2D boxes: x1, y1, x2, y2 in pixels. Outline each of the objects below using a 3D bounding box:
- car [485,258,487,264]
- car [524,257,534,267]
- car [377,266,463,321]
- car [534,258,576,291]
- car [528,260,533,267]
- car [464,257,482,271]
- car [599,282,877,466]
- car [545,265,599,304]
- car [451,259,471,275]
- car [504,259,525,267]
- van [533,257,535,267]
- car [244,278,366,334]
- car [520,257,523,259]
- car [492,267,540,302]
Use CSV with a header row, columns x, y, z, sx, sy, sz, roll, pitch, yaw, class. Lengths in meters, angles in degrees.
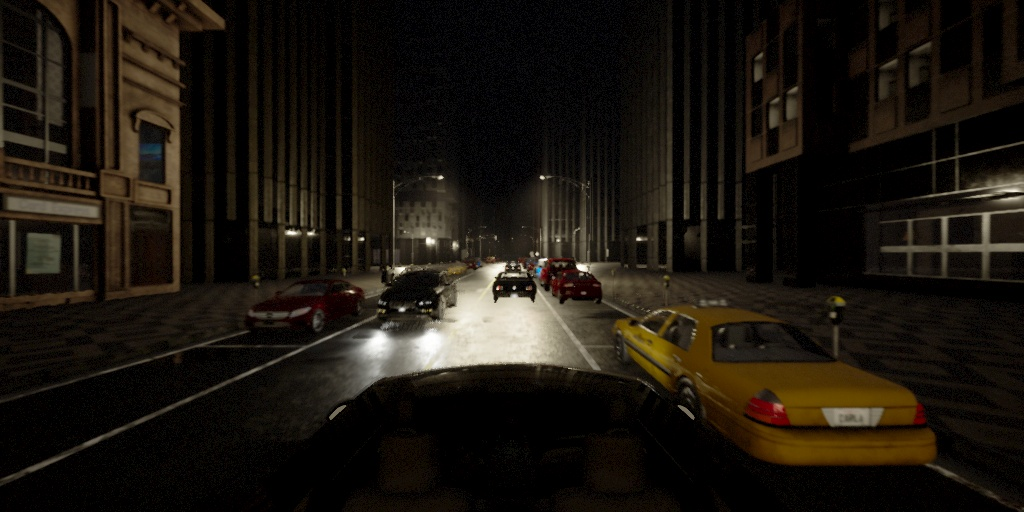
x,y,z,sx,sy,sz,roll,pitch,yaw,class
-5.755,1.295,60.161,1.751,1.417,4.829,0,0,0,car
2.773,1.203,43.743,1.967,1.591,4.097,0,0,0,car
-3.090,1.257,12.507,1.837,1.490,4.892,0,0,0,car
2.775,1.071,21.641,2.192,1.841,5.009,0,0,0,car
2.774,1.310,32.692,2.007,1.370,4.403,0,0,0,car
-5.759,1.079,49.282,2.192,1.841,5.009,0,0,0,car
2.776,1.277,5.235,1.751,1.417,4.829,0,0,0,car
2.776,1.299,16.116,1.888,1.381,4.507,0,0,0,car
-5.762,1.286,38.063,1.751,1.417,4.829,0,0,0,car
0.107,1.309,39.664,2.033,1.411,5.357,0,0,0,car
2.775,1.098,27.166,1.690,1.789,3.998,0,0,0,van
-5.771,1.334,10.608,1.802,1.307,4.207,0,0,0,car
2.772,1.082,54.794,2.192,1.841,5.009,0,0,0,car
0.103,1.355,17.027,1.895,1.301,4.718,0,0,0,car
